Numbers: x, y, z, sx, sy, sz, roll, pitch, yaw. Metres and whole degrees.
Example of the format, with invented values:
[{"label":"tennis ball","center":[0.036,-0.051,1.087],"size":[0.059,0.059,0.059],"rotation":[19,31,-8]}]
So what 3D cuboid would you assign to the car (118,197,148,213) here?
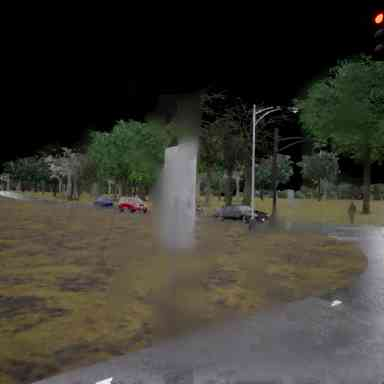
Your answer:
[{"label":"car","center":[-7.937,1.679,44.423],"size":[2.150,2.045,5.566],"rotation":[3,-2,-35]}]

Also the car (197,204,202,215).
[{"label":"car","center":[-0.705,2.037,40.657],"size":[1.837,1.490,4.892],"rotation":[3,-2,-36]}]

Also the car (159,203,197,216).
[{"label":"car","center":[-1.849,1.927,35.896],"size":[1.994,1.385,4.181],"rotation":[3,-2,-37]}]

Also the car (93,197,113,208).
[{"label":"car","center":[-16.834,1.955,63.091],"size":[2.150,2.045,5.566],"rotation":[3,-1,-36]}]

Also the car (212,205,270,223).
[{"label":"car","center":[3.962,1.793,27.840],"size":[2.033,1.411,5.357],"rotation":[3,-2,-36]}]

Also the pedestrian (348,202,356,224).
[{"label":"pedestrian","center":[13.353,1.717,27.813],"size":[0.375,1.860,0.375],"rotation":[2,-1,-36]}]
